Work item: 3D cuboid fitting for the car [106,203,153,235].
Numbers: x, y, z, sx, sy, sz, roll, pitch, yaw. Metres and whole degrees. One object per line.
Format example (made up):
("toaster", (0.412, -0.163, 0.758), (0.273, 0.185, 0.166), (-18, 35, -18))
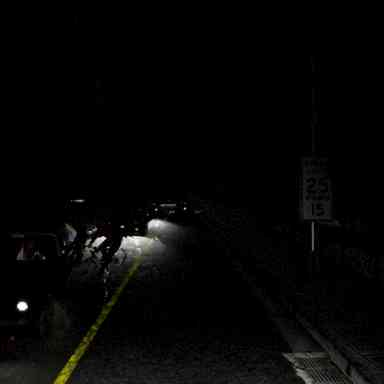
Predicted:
("car", (-3.533, 1.566, 18.718), (1.994, 1.385, 4.181), (0, 0, -1))

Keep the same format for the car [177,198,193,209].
("car", (-1.059, 1.549, 47.384), (2.033, 1.411, 5.357), (0, 0, -3))

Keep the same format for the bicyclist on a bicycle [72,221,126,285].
("bicyclist on a bicycle", (-2.221, 1.458, 8.305), (0.582, 1.620, 1.656), (24, 22, 33))

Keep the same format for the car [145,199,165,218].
("car", (-3.807, 1.602, 30.501), (1.895, 1.301, 4.718), (0, 0, -1))

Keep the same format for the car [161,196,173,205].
("car", (-4.583, 1.514, 60.382), (1.837, 1.490, 4.892), (0, -1, -1))

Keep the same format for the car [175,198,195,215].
("car", (-0.730, 1.564, 33.944), (1.994, 1.385, 4.181), (0, 0, -1))

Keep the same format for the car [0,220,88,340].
("car", (-3.374, 1.374, 6.572), (1.895, 1.301, 4.718), (0, 7, -9))
